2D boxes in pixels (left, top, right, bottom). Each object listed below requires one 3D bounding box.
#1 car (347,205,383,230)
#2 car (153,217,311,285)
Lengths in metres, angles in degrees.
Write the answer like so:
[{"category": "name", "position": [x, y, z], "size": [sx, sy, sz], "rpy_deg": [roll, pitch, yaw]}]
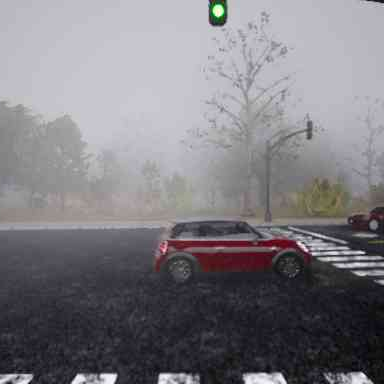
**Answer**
[{"category": "car", "position": [12.597, 1.586, 21.520], "size": [5.008, 1.535, 1.882], "rpy_deg": [0, 0, -9]}, {"category": "car", "position": [1.145, 1.545, 9.904], "size": [4.553, 1.767, 2.097], "rpy_deg": [0, 0, -8]}]
